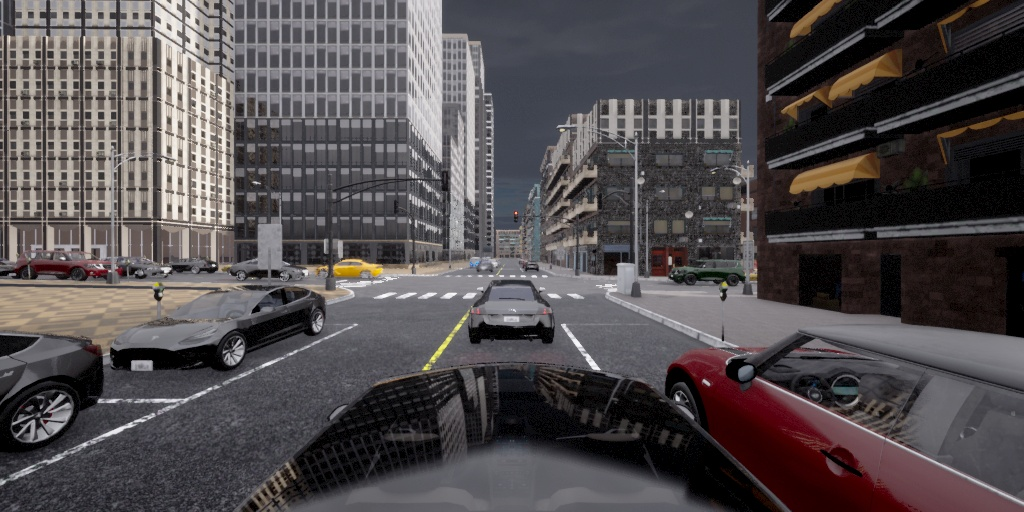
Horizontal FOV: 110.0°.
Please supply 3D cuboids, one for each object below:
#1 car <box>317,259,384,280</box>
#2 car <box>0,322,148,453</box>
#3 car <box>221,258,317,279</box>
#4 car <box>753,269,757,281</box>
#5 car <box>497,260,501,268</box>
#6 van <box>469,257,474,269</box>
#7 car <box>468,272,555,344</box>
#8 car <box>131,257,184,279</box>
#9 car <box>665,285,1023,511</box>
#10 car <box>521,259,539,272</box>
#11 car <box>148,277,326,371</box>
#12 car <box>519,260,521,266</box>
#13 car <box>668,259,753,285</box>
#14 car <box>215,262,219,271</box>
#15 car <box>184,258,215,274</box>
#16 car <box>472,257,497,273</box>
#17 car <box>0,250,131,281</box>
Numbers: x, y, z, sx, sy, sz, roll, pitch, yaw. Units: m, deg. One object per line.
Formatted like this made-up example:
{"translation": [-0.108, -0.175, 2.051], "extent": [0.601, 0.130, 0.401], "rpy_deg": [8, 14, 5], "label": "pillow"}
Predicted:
{"translation": [-12.761, 1.012, 28.228], "extent": [5.008, 1.535, 1.882], "rpy_deg": [1, 1, -6], "label": "car"}
{"translation": [-5.688, 1.316, 2.455], "extent": [1.948, 1.339, 4.313], "rpy_deg": [0, 0, 0], "label": "car"}
{"translation": [-16.791, 0.959, 24.954], "extent": [4.902, 1.511, 2.128], "rpy_deg": [1, 0, -1], "label": "car"}
{"translation": [21.286, 1.698, 31.278], "extent": [4.829, 1.417, 1.751], "rpy_deg": [0, 0, -1], "label": "car"}
{"translation": [-3.241, 1.282, 57.600], "extent": [1.812, 1.442, 4.674], "rpy_deg": [0, 0, 0], "label": "car"}
{"translation": [-5.843, 1.097, 57.312], "extent": [1.690, 1.789, 3.998], "rpy_deg": [0, 0, 0], "label": "van"}
{"translation": [-0.017, 1.314, 9.634], "extent": [1.994, 1.385, 4.181], "rpy_deg": [0, 0, 0], "label": "car"}
{"translation": [-26.364, 0.780, 24.816], "extent": [4.902, 1.511, 2.128], "rpy_deg": [1, 0, -1], "label": "car"}
{"translation": [2.692, 1.190, 2.479], "extent": [1.967, 1.591, 4.097], "rpy_deg": [0, 0, 0], "label": "car"}
{"translation": [2.566, 1.319, 47.369], "extent": [1.948, 1.339, 4.313], "rpy_deg": [0, 0, 0], "label": "car"}
{"translation": [-5.703, 1.315, 7.701], "extent": [1.948, 1.339, 4.313], "rpy_deg": [0, 0, 0], "label": "car"}
{"translation": [2.538, 1.301, 57.336], "extent": [1.888, 1.381, 4.507], "rpy_deg": [0, 0, 0], "label": "car"}
{"translation": [15.509, 1.290, 28.602], "extent": [5.566, 2.045, 2.150], "rpy_deg": [1, 0, -1], "label": "car"}
{"translation": [-22.122, 0.880, 30.753], "extent": [4.829, 1.417, 1.751], "rpy_deg": [0, 0, -1], "label": "car"}
{"translation": [-27.566, 0.815, 30.589], "extent": [4.313, 1.339, 1.948], "rpy_deg": [0, 0, -1], "label": "car"}
{"translation": [-3.211, 1.244, 42.981], "extent": [2.128, 1.511, 4.902], "rpy_deg": [0, 0, 0], "label": "car"}
{"translation": [-27.440, 0.590, 22.208], "extent": [5.009, 1.841, 2.192], "rpy_deg": [0, 0, -1], "label": "car"}
